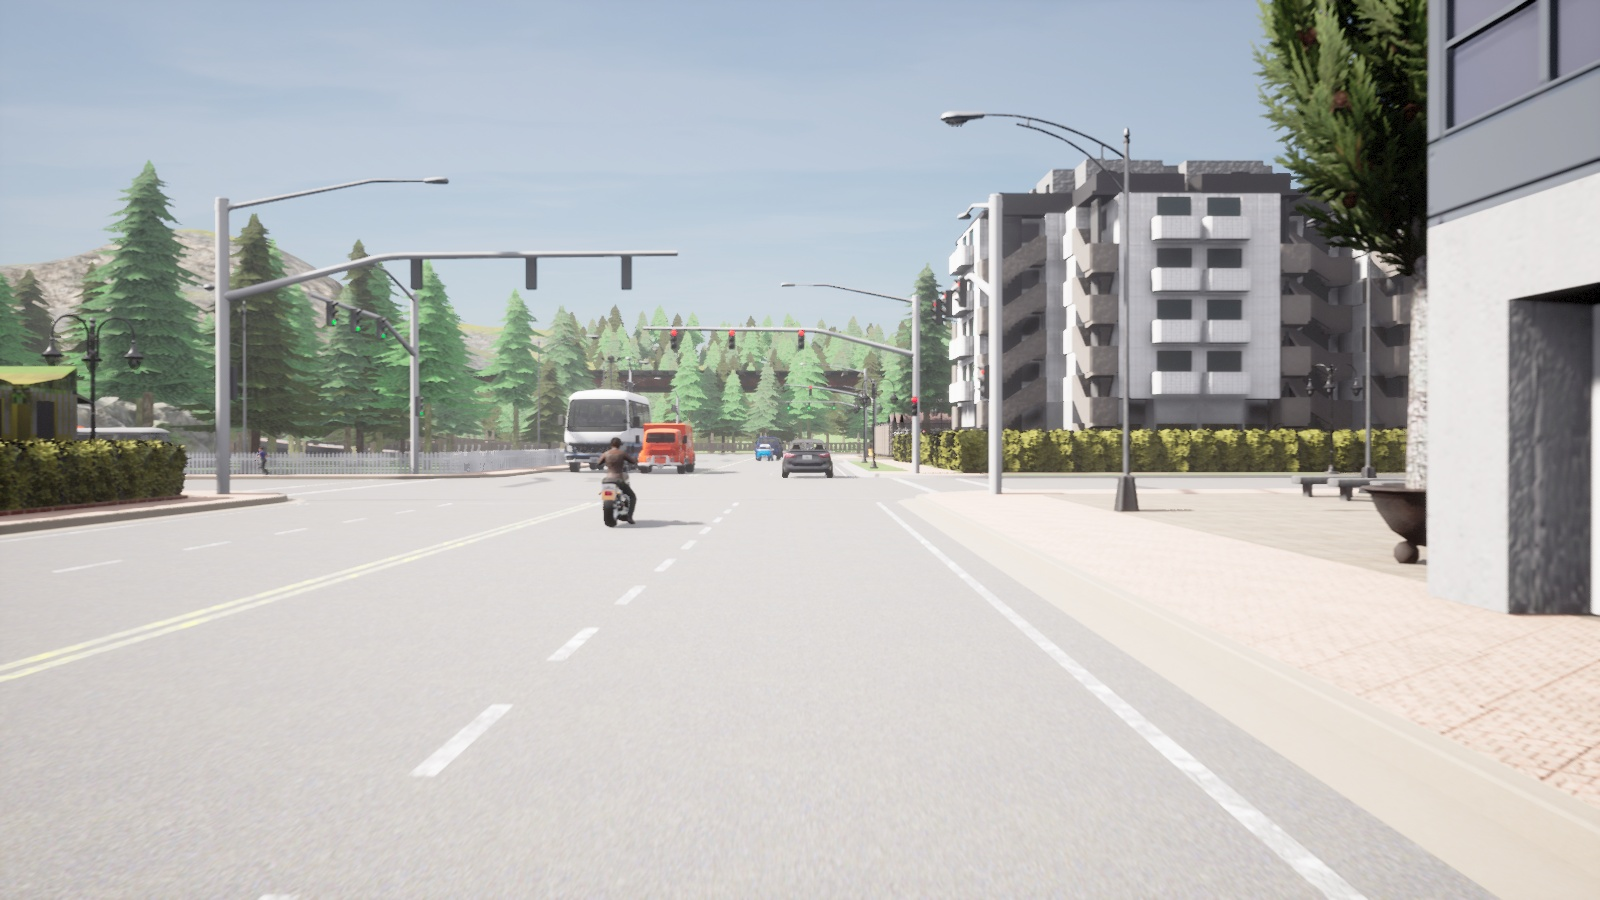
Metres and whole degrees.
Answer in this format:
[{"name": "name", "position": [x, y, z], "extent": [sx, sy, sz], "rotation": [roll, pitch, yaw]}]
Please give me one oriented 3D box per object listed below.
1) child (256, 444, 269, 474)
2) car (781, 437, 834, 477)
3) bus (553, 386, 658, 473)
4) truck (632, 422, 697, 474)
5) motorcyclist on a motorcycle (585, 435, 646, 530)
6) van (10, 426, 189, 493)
[{"name": "child", "position": [-22.541, 0.370, 52.640], "extent": [0.437, 1.263, 0.270], "rotation": [0, 0, -1]}, {"name": "car", "position": [0.329, 0.279, 55.282], "extent": [2.242, 1.667, 4.611], "rotation": [0, 0, 0]}, {"name": "bus", "position": [-10.106, -1.014, 66.653], "extent": [3.944, 4.253, 10.273], "rotation": [0, 0, 0]}, {"name": "truck", "position": [-6.632, -0.096, 62.130], "extent": [2.627, 2.467, 5.204], "rotation": [0, 0, 0]}, {"name": "motorcyclist on a motorcycle", "position": [-3.354, 0.564, 23.018], "extent": [0.766, 1.649, 2.350], "rotation": [0, 0, 0]}, {"name": "van", "position": [-21.217, 0.267, 38.168], "extent": [4.442, 1.987, 1.775], "rotation": [0, 0, -1]}]
